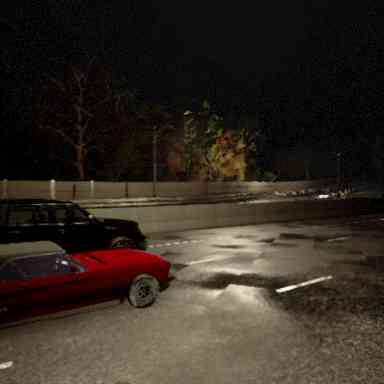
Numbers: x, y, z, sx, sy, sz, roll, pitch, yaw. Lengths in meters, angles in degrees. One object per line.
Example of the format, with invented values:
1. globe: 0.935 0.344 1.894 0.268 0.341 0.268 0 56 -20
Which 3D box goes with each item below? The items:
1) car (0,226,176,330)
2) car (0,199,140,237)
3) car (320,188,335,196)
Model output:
1. car: -2.671 1.591 6.143 4.718 1.301 1.895 -1 0 -35
2. car: -4.048 1.205 9.458 5.566 2.045 2.150 -1 0 -35
3. car: 32.513 0.078 80.941 2.128 1.511 4.902 0 2 32
